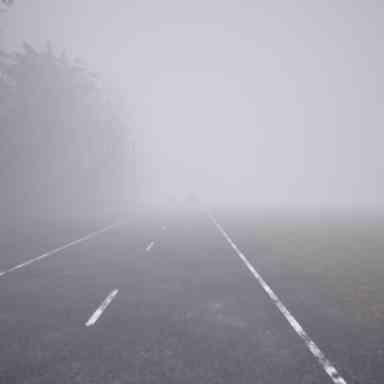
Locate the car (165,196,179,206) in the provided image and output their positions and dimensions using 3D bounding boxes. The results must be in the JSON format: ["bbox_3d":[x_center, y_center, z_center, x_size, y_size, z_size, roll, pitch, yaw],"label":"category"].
[{"bbox_3d":[-3.481,1.608,55.712,1.994,1.385,4.181,0,0,0],"label":"car"}]

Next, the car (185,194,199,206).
[{"bbox_3d":[0.018,1.265,55.335,2.150,2.045,5.566,0,0,0],"label":"car"}]

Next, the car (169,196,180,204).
[{"bbox_3d":[-3.478,1.512,65.724,1.837,1.490,4.892,0,0,0],"label":"car"}]

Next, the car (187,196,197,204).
[{"bbox_3d":[0.022,1.521,65.724,1.837,1.490,4.892,0,0,0],"label":"car"}]
